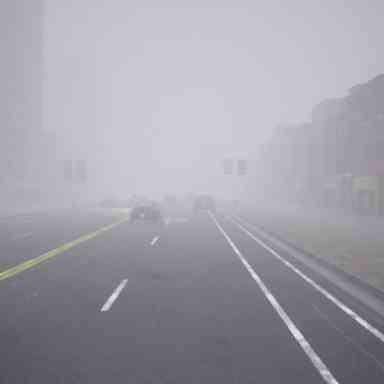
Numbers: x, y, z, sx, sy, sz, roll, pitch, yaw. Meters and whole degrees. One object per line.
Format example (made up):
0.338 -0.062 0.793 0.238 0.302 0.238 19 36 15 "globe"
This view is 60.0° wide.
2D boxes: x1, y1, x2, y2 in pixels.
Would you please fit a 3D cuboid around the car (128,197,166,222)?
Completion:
-3.153 1.302 23.520 1.812 1.442 4.674 0 1 0 "car"

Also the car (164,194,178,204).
-3.159 1.007 49.232 1.837 1.490 4.892 0 0 0 "car"

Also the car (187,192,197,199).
-0.013 0.714 69.127 1.837 1.490 4.892 0 0 0 "car"

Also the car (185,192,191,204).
-0.006 0.984 51.601 1.837 1.490 4.892 0 1 0 "car"

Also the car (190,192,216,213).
1.131 1.038 32.303 2.097 1.767 4.553 0 1 0 "car"

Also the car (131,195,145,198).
-6.594 1.088 40.811 2.128 1.511 4.902 0 1 0 "car"

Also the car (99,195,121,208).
-9.845 1.127 40.409 1.812 1.442 4.674 0 1 0 "car"
